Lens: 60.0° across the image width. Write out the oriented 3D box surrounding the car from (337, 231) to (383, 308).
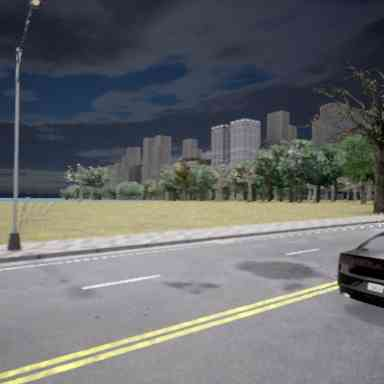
[{"bbox_3d":[5.141,1.483,7.105,5.008,1.535,1.882,0,0,-35],"label":"car"}]
